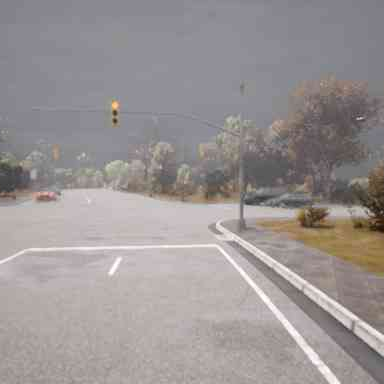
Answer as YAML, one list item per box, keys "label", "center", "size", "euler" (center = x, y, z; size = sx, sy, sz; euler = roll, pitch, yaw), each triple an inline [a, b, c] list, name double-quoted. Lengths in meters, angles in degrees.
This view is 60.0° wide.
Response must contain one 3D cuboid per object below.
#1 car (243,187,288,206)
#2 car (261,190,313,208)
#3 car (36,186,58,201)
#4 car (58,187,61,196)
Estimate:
- label: "car"
  center: [8.242, 0.492, 37.254]
  size: [5.566, 2.045, 2.150]
  euler: [0, 2, -17]
- label: "car"
  center: [10.016, 0.896, 34.142]
  size: [4.892, 1.490, 1.837]
  euler: [1, 1, -17]
- label: "car"
  center: [-19.426, 0.233, 44.346]
  size: [2.097, 1.767, 4.553]
  euler: [-1, 2, -19]
- label: "car"
  center: [-25.415, -0.259, 61.358]
  size: [2.097, 1.767, 4.553]
  euler: [-1, 2, -20]
